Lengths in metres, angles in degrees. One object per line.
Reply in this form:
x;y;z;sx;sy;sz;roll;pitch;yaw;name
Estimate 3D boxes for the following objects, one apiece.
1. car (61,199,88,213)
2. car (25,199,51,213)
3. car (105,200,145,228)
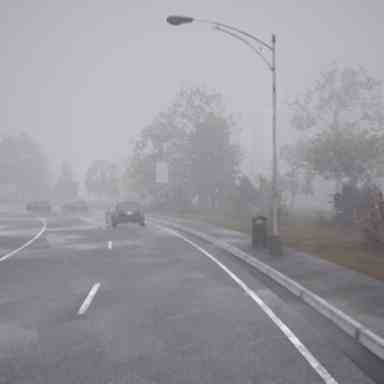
-13.724;1.536;38.643;2.128;1.511;4.902;1;0;-38;car
-17.470;1.504;37.762;2.128;1.511;4.902;1;0;-38;car
-4.733;1.383;23.006;2.097;1.767;4.553;0;0;-21;car
